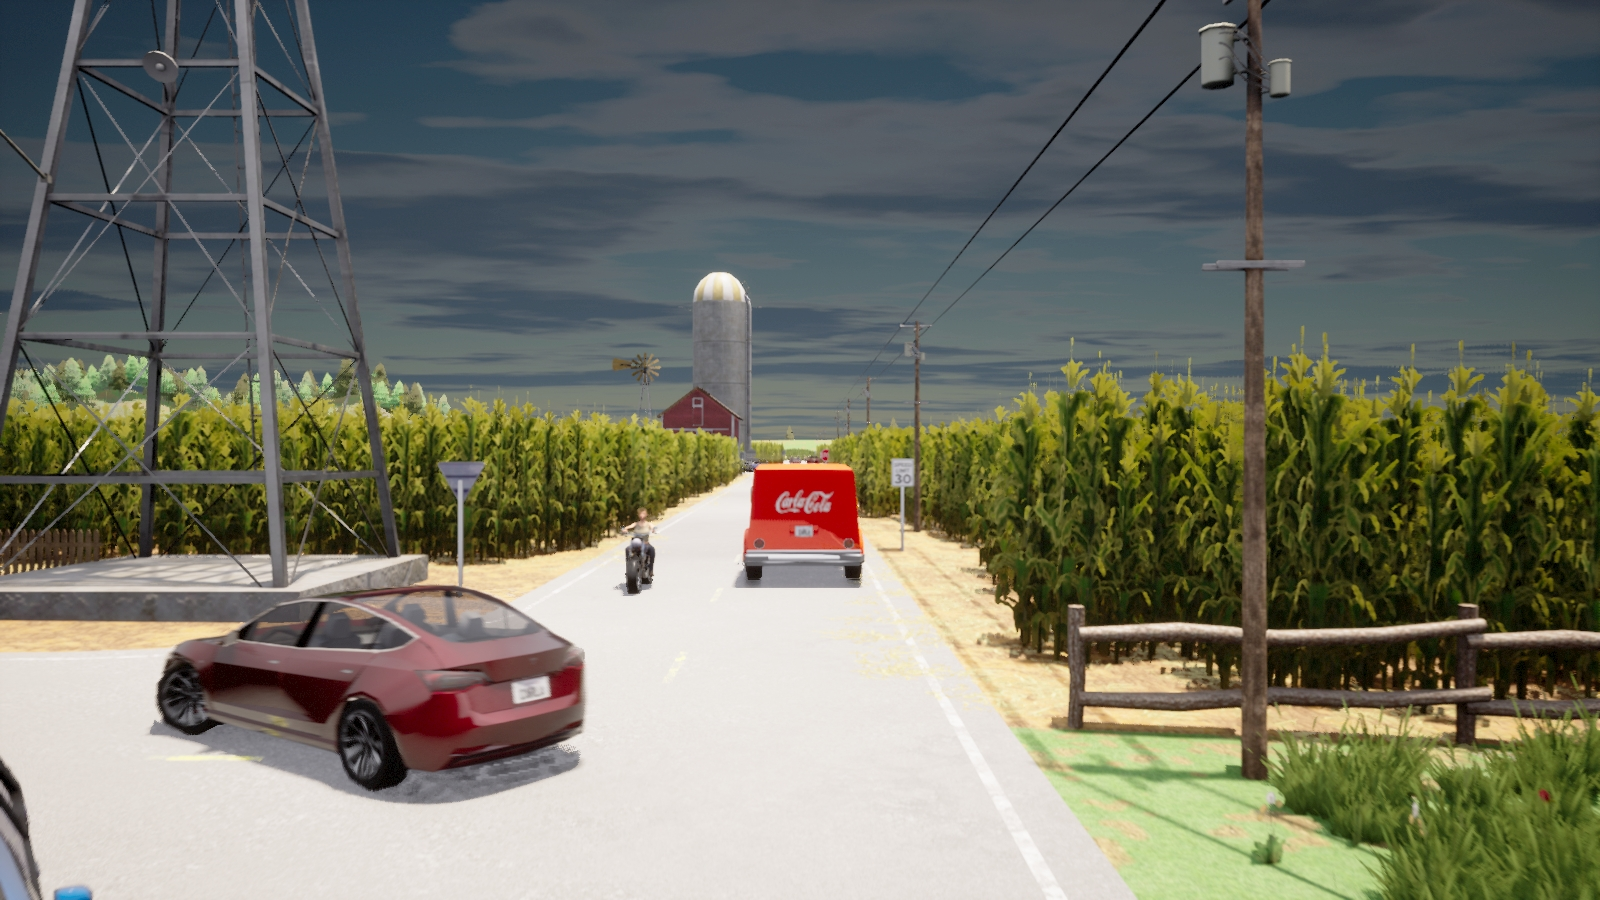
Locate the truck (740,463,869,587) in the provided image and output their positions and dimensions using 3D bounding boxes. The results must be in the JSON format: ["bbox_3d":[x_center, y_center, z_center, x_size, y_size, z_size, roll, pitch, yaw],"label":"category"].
[{"bbox_3d":[0.063,1.551,25.869,2.627,2.467,5.204,0,0,-1],"label":"truck"}]

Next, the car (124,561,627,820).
[{"bbox_3d":[-4.142,2.022,10.842,4.792,1.488,2.163,0,0,36],"label":"car"}]

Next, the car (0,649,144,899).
[{"bbox_3d":[-4.402,2.086,5.037,2.033,1.411,5.357,0,1,-37],"label":"car"}]
